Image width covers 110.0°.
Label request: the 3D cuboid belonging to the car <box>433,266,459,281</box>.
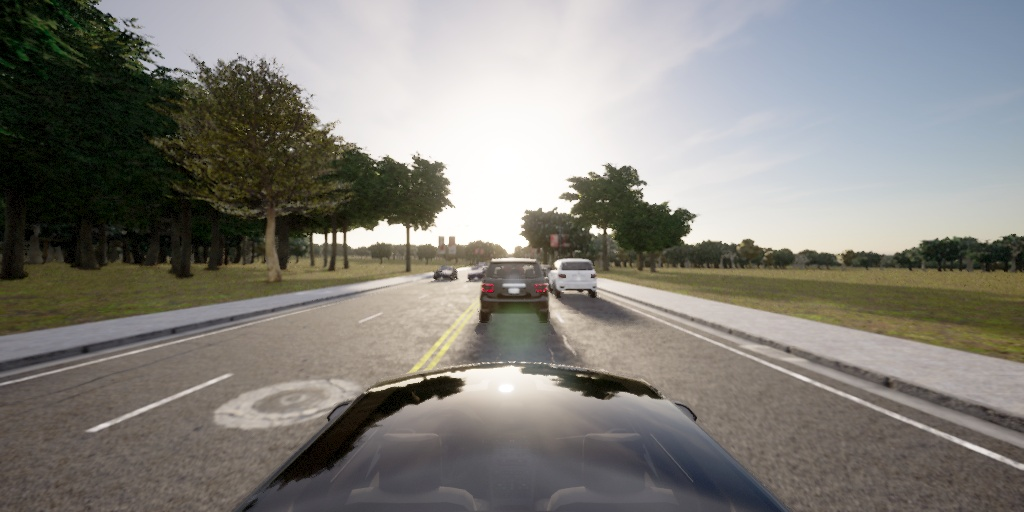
[{"bbox_3d":[-6.598,1.734,36.285,2.033,1.411,5.357,0,-1,0],"label":"car"}]

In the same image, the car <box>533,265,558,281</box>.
[{"bbox_3d":[3.348,1.684,36.740,2.128,1.511,4.902,0,-1,0],"label":"car"}]

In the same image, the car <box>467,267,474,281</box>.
[{"bbox_3d":[-3.350,1.732,36.136,2.033,1.411,5.357,0,-1,0],"label":"car"}]

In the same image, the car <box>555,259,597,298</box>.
[{"bbox_3d":[3.357,1.209,20.688,2.150,2.045,5.566,0,0,0],"label":"car"}]

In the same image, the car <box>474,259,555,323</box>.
[{"bbox_3d":[0.083,1.111,12.981,2.150,2.045,5.566,0,0,0],"label":"car"}]
